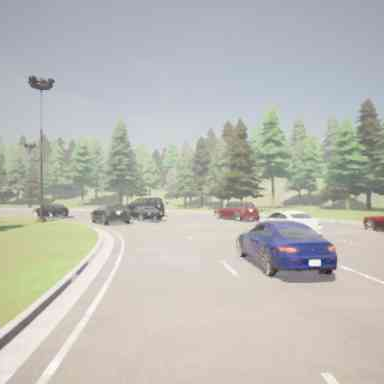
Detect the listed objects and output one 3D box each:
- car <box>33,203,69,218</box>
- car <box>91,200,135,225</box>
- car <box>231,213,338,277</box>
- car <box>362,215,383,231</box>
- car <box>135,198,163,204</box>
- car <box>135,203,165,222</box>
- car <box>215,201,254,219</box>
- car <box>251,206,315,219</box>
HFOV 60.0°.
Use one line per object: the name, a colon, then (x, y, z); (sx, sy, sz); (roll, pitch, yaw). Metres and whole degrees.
car: (-15.442, 2.026, 36.365); (4.892, 1.490, 1.837); (0, 0, 35)
car: (-6.881, 1.711, 27.754); (2.097, 1.767, 4.553); (0, -1, -33)
car: (2.785, 1.623, 10.586); (1.812, 1.442, 4.674); (0, -1, -7)
car: (12.071, 1.723, 19.103); (1.895, 1.301, 4.718); (0, -1, -10)
car: (-5.408, 1.674, 37.228); (2.150, 2.045, 5.566); (1, -1, -45)
car: (-4.511, 1.976, 30.784); (1.895, 1.301, 4.718); (0, -1, -35)
car: (4.005, 1.660, 30.448); (2.097, 1.767, 4.553); (0, -1, -30)
car: (5.082, 1.685, 17.792); (1.812, 1.442, 4.674); (0, -1, -13)
